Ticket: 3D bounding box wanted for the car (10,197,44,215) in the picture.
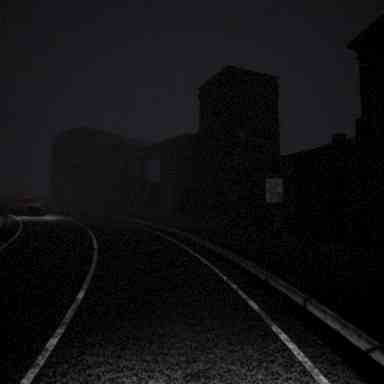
[{"bbox_3d":[-14.707,1.194,29.627,1.882,1.535,5.008,3,-1,-40],"label":"car"}]
